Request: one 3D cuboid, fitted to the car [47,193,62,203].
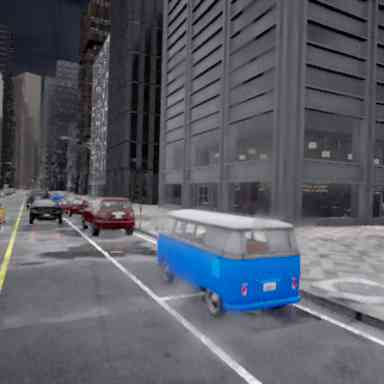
[{"bbox_3d":[-21.755,0.902,52.633,1.947,1.339,4.313,2,0,-26],"label":"car"}]

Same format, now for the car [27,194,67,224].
[{"bbox_3d":[-9.724,1.179,22.070,1.882,1.535,5.008,2,0,-26],"label":"car"}]

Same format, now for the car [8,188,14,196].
[{"bbox_3d":[-44.245,0.252,79.065,1.947,1.339,4.313,2,0,-26],"label":"car"}]

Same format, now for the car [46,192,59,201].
[{"bbox_3d":[-24.303,0.784,57.819,1.752,1.417,4.829,2,0,-26],"label":"car"}]

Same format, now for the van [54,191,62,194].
[{"bbox_3d":[-16.800,0.826,42.565,1.690,1.788,3.998,2,0,-26],"label":"van"}]

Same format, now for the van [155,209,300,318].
[{"bbox_3d":[0.519,1.352,7.331,1.690,1.788,3.998,2,0,-26],"label":"van"}]

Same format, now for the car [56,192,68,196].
[{"bbox_3d":[-11.855,1.074,32.498,1.967,1.590,4.097,2,0,-26],"label":"car"}]

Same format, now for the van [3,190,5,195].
[{"bbox_3d":[-31.866,0.378,53.897,1.690,1.788,3.998,2,0,-26],"label":"van"}]

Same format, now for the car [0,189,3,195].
[{"bbox_3d":[-29.395,0.552,48.864,1.967,1.590,4.097,2,0,-26],"label":"car"}]

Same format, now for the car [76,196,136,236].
[{"bbox_3d":[-4.429,1.175,17.398,2.192,1.841,5.009,2,0,-26],"label":"car"}]

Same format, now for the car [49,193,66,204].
[{"bbox_3d":[-19.280,0.955,47.599,1.887,1.381,4.507,2,0,-26],"label":"car"}]

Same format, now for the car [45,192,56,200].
[{"bbox_3d":[-26.777,0.711,62.852,1.752,1.417,4.829,2,0,-26],"label":"car"}]

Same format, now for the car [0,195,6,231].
[{"bbox_3d":[-11.164,1.138,17.838,1.882,1.535,5.008,2,0,-26],"label":"car"}]

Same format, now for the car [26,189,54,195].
[{"bbox_3d":[-16.008,0.735,34.803,2.150,2.045,5.566,2,0,-25],"label":"car"}]

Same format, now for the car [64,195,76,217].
[{"bbox_3d":[-9.384,1.254,27.465,1.887,1.381,4.507,2,0,-26],"label":"car"}]

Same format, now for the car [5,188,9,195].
[{"bbox_3d":[-36.745,0.421,63.812,1.752,1.417,4.829,2,0,-26],"label":"car"}]

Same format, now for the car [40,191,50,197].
[{"bbox_3d":[-36.600,0.461,82.832,2.008,1.369,4.403,2,0,-26],"label":"car"}]
